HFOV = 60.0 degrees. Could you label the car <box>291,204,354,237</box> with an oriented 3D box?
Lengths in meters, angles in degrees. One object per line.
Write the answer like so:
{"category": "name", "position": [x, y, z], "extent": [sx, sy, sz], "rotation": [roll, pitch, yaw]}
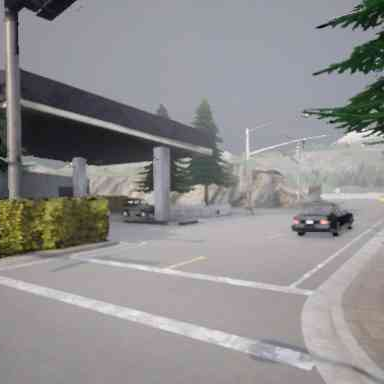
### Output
{"category": "car", "position": [6.463, 1.279, 16.230], "extent": [2.033, 1.411, 5.357], "rotation": [-2, 0, 35]}

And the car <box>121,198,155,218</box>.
{"category": "car", "position": [-4.906, 1.500, 31.189], "extent": [3.866, 1.878, 1.905], "rotation": [-1, 0, 35]}
